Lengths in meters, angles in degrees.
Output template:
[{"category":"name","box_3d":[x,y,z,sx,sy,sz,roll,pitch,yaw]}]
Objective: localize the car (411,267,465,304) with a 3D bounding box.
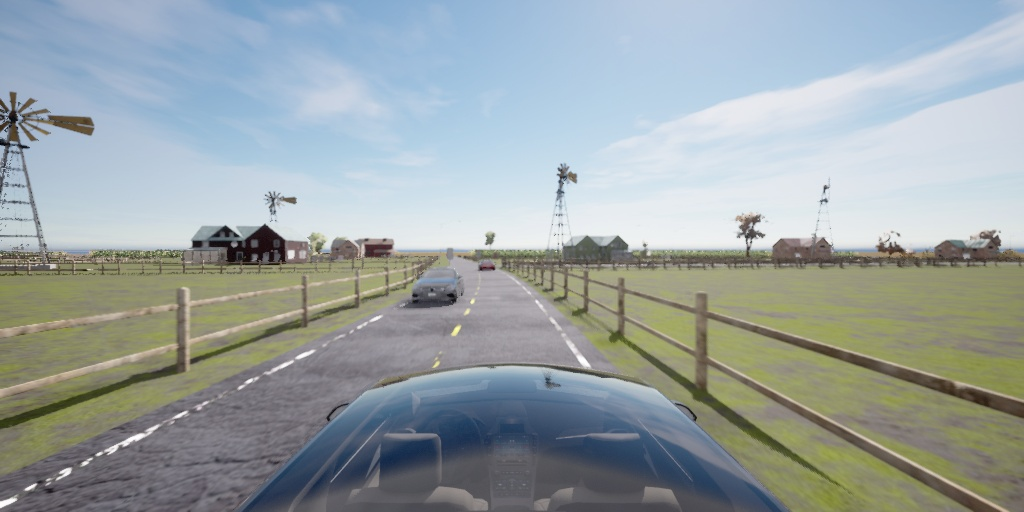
[{"category":"car","box_3d":[-3.188,1.237,16.222,1.812,1.442,4.674,0,0,-2]}]

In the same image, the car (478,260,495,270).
[{"category":"car","box_3d":[-3.365,1.151,47.544,1.994,1.385,4.181,0,0,-8]}]
